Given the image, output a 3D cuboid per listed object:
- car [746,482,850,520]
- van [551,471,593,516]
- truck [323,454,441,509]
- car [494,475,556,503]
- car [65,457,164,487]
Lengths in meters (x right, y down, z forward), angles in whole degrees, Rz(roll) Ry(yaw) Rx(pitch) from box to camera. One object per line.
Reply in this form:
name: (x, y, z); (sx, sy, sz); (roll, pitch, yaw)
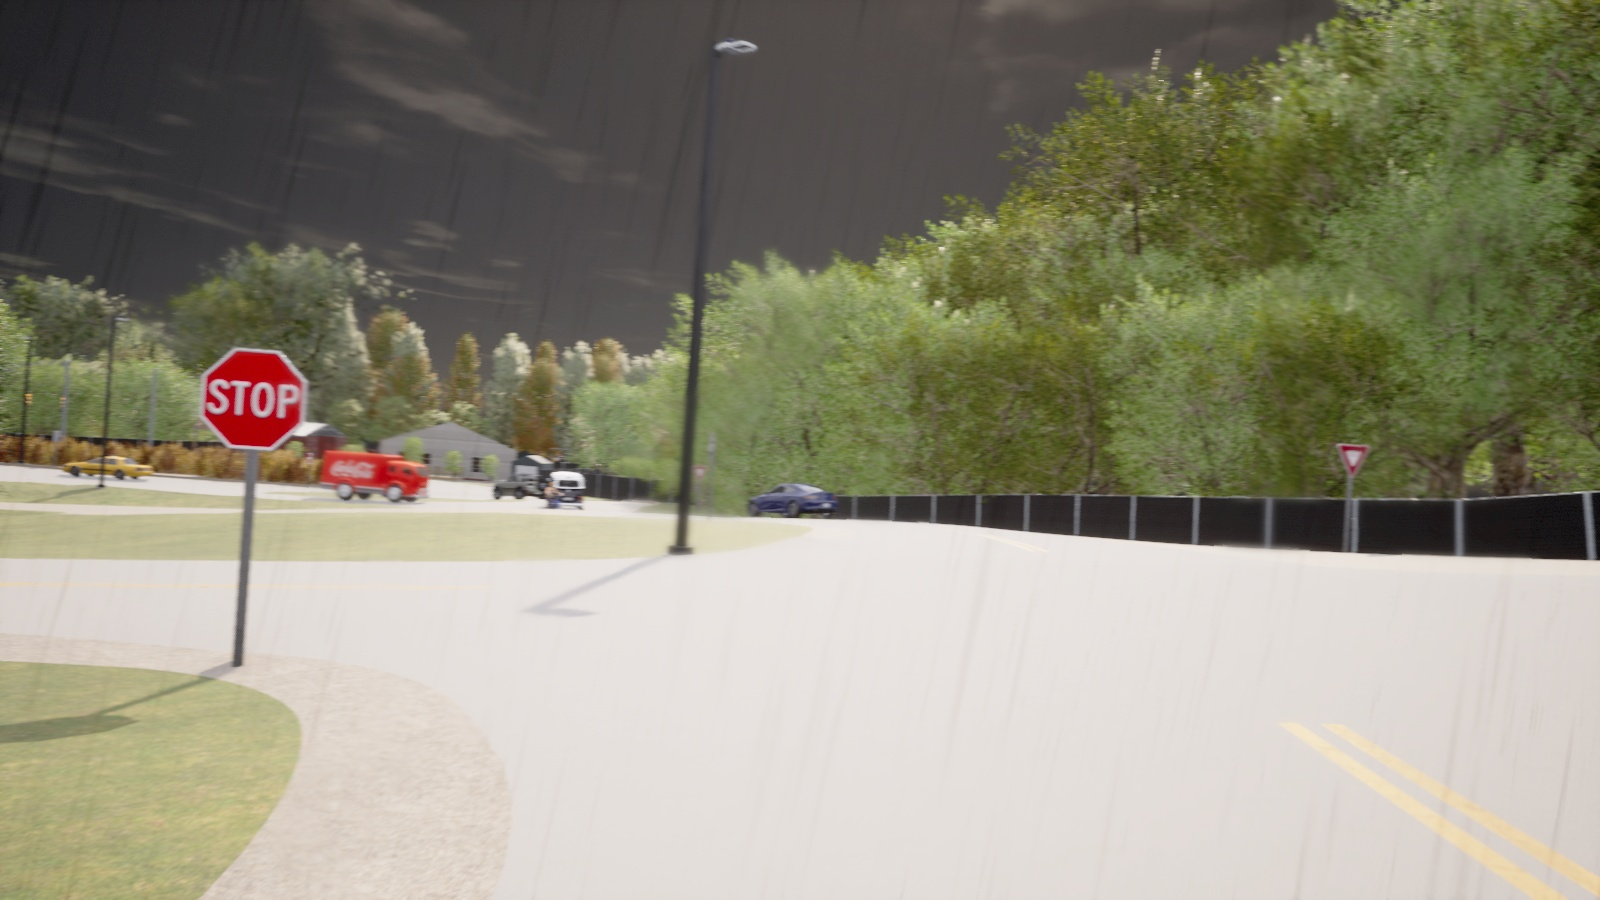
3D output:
car: (-0.129, 2.106, 51.405); (1.812, 1.442, 4.674); (3, -4, -36)
van: (-12.427, 2.322, 68.330); (2.069, 2.038, 4.480); (2, 2, -12)
truck: (-22.193, 1.660, 66.815); (5.204, 2.467, 2.627); (4, -1, 7)
car: (-18.557, 2.637, 84.625); (1.932, 1.855, 4.605); (3, -4, -45)
car: (-44.003, 1.404, 80.682); (5.366, 1.575, 1.801); (3, 0, 3)
